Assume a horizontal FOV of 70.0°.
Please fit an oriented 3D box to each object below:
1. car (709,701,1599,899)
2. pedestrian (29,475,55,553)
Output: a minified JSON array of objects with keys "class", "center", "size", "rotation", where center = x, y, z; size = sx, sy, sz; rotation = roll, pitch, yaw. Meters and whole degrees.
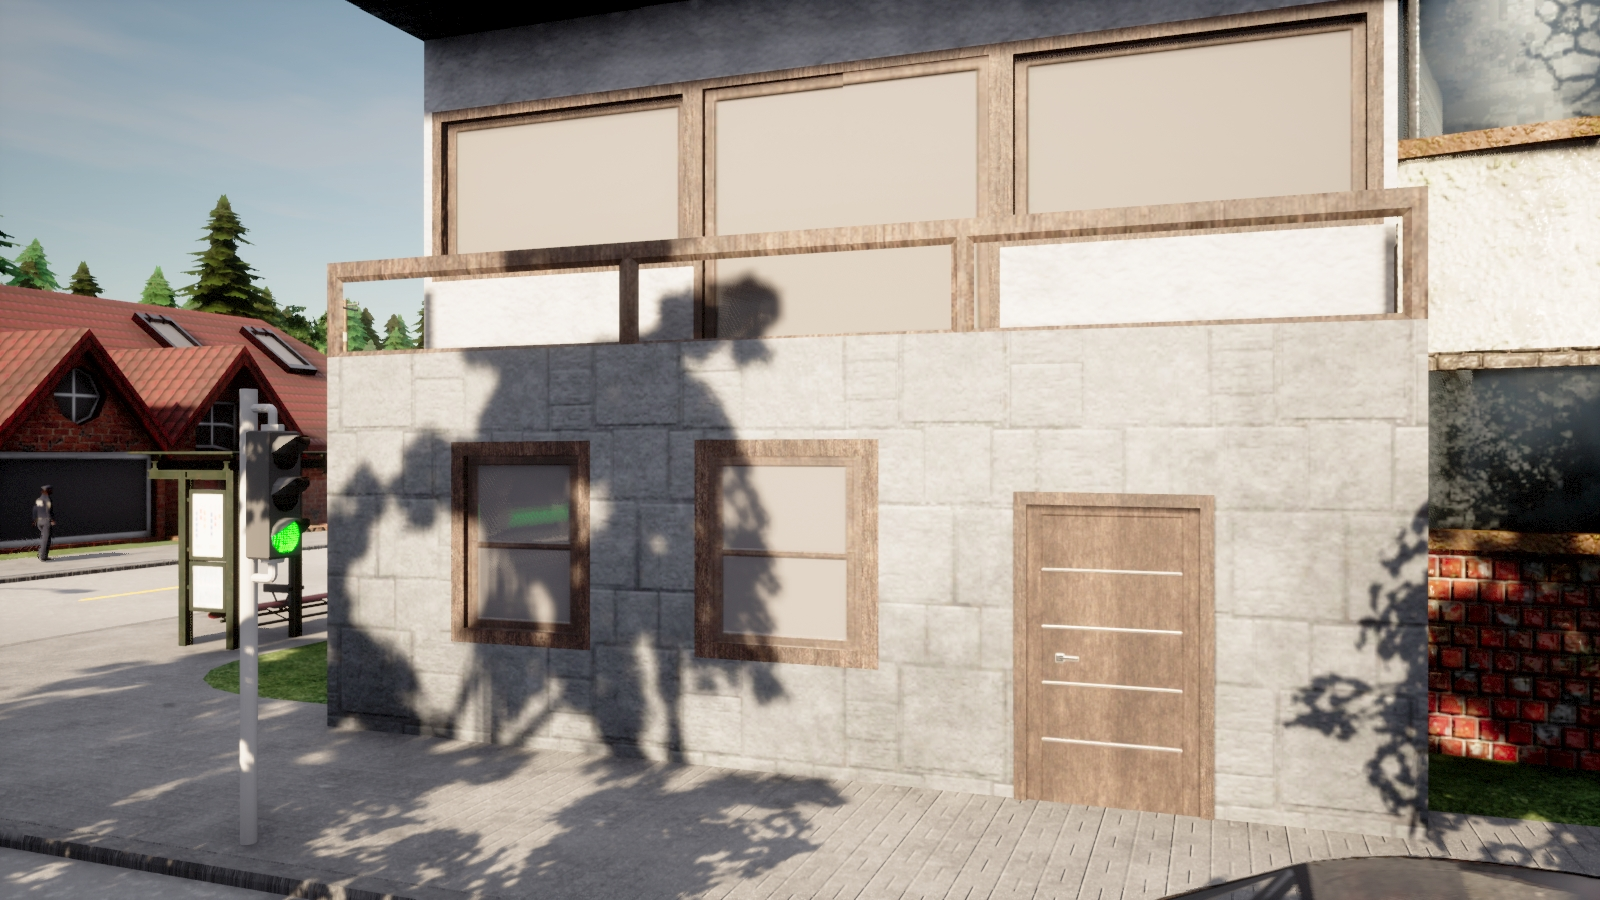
[{"class":"car","center":[1.807,1.811,3.145],"size":[3.705,1.549,1.789],"rotation":[1,0,20]},{"class":"pedestrian","center":[-18.164,1.524,27.381],"size":[0.375,1.860,0.375],"rotation":[0,0,23]}]
